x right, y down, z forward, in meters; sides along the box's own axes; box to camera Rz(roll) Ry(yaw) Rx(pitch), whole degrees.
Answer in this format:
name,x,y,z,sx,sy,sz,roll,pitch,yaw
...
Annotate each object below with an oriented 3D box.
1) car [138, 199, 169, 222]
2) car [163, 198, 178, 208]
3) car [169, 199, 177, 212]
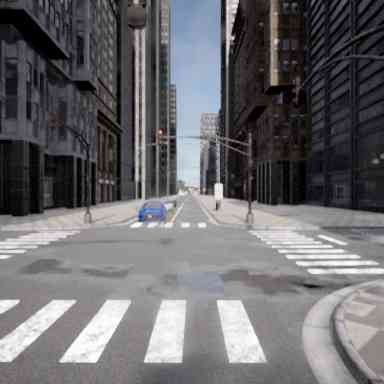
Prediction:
name,x,y,z,sx,sy,sz,roll,pitch,yaw
car,-3.111,1.499,26.441,1.882,1.535,5.008,0,0,-2
car,-3.218,1.648,50.398,1.895,1.301,4.718,0,0,0
car,-3.195,1.636,39.719,1.895,1.301,4.718,0,0,0
